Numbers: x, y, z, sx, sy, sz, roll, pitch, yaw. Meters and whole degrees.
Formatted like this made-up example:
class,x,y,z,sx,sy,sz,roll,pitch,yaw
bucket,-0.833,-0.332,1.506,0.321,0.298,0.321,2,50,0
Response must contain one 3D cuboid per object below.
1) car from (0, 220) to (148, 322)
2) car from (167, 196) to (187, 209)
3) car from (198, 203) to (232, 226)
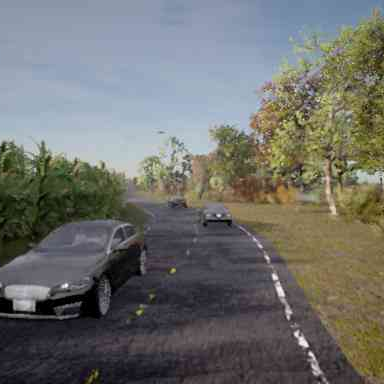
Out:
class,x,y,z,sx,sy,sz,roll,pitch,yaw
car,-2.289,1.432,7.447,2.128,1.511,4.902,1,0,6
car,-1.893,1.262,41.069,1.837,1.490,4.892,0,0,-13
car,1.460,1.451,22.539,2.033,1.411,5.357,0,0,-4
